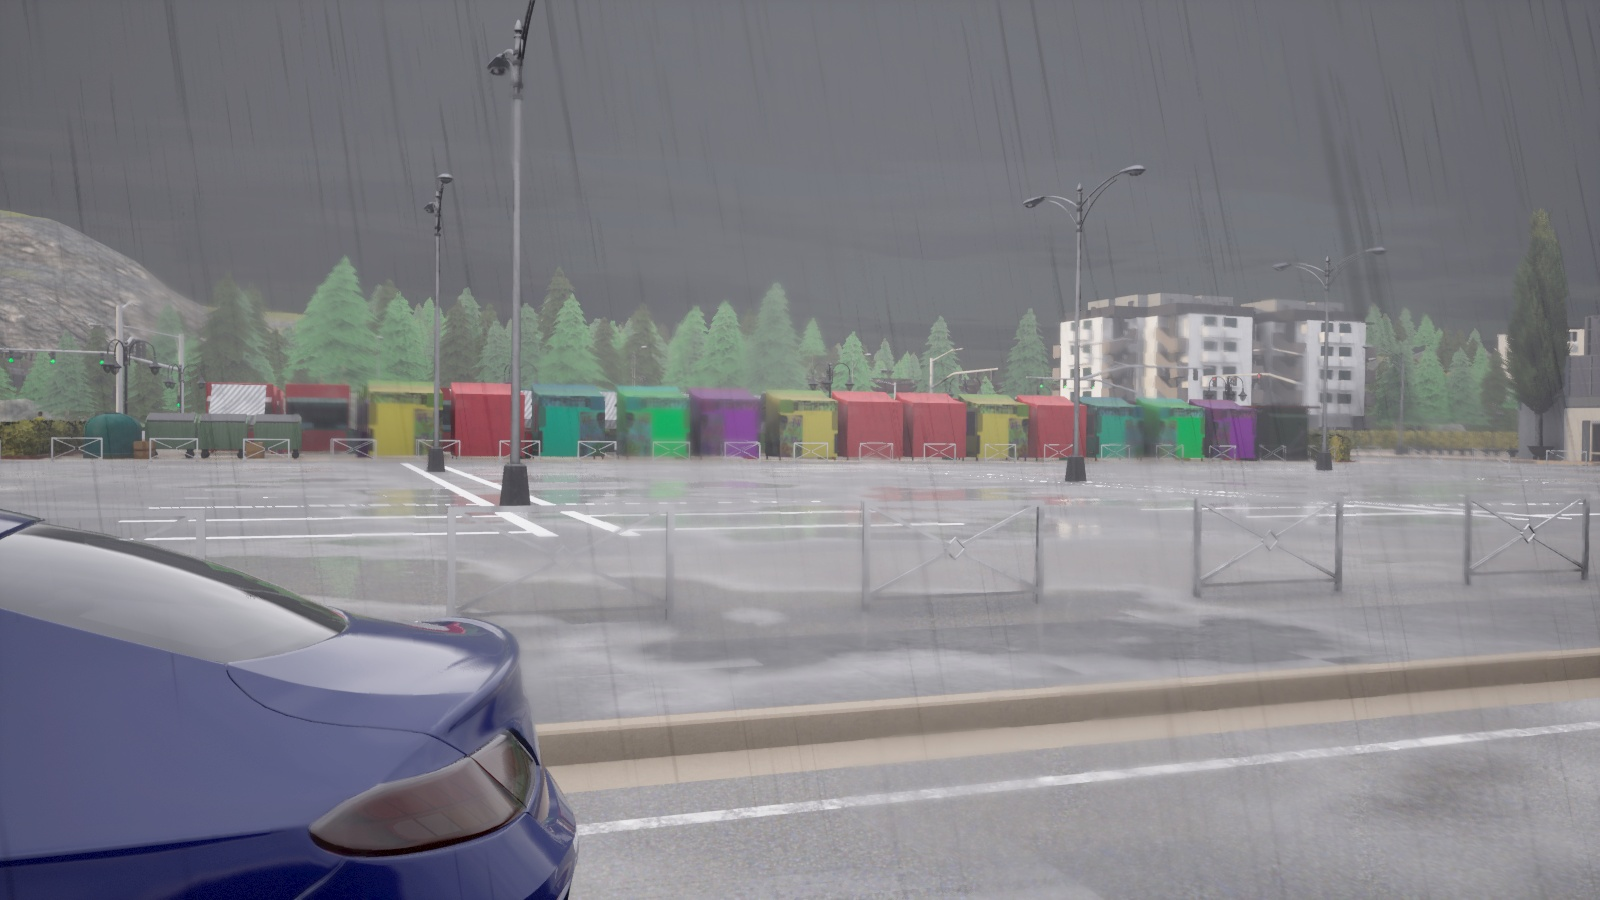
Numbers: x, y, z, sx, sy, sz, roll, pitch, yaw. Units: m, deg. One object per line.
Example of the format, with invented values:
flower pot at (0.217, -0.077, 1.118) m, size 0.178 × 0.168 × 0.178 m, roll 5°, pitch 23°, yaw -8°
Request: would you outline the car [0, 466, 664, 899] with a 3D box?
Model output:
car at (-2.743, 0.818, 2.198) m, size 4.674 × 1.442 × 1.812 m, roll -1°, pitch 1°, yaw -21°
